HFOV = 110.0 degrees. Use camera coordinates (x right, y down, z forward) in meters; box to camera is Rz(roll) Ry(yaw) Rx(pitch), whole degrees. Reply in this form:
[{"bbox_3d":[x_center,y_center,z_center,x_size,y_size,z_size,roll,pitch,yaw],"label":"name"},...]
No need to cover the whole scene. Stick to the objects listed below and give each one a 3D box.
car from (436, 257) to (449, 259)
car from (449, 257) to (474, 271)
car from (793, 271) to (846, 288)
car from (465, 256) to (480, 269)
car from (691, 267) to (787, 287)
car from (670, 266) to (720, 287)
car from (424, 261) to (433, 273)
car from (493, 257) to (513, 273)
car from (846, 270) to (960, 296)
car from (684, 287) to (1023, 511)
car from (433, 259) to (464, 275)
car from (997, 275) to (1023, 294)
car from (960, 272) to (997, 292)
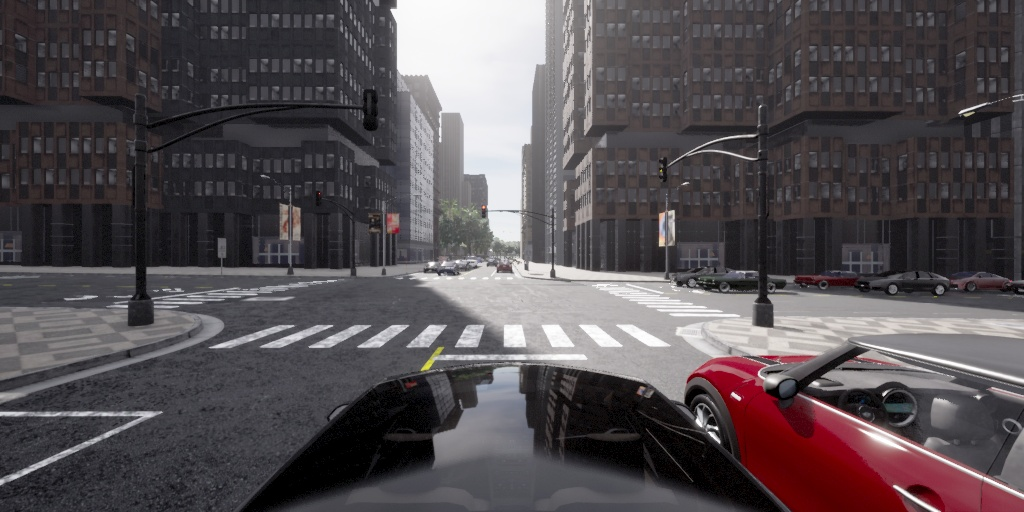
[{"bbox_3d":[-9.503,1.084,48.831,2.192,1.841,5.009,0,0,-1],"label":"car"},{"bbox_3d":[-6.832,1.260,48.581,2.128,1.511,4.902,0,0,-1],"label":"car"},{"bbox_3d":[23.073,1.706,25.682,4.718,1.301,1.895,1,0,-1],"label":"car"},{"bbox_3d":[-6.962,1.015,59.212,2.150,2.045,5.566,0,0,0],"label":"car"},{"bbox_3d":[14.160,1.580,22.332,4.718,1.301,1.895,1,0,-3],"label":"car"},{"bbox_3d":[13.854,1.476,25.578,4.892,1.490,1.837,1,0,-1],"label":"car"},{"bbox_3d":[-9.429,1.323,43.406,1.948,1.339,4.313,0,0,-1],"label":"car"},{"bbox_3d":[-0.905,1.197,43.519,1.967,1.591,4.097,0,0,-1],"label":"car"},{"bbox_3d":[24.360,1.632,22.464,4.892,1.490,1.837,1,0,-1],"label":"car"},{"bbox_3d":[2.761,1.190,2.153,1.967,1.591,4.097,0,0,0],"label":"car"},{"bbox_3d":[-6.684,1.294,38.314,2.033,1.411,5.357,0,0,-1],"label":"car"},{"bbox_3d":[34.741,1.826,22.591,5.357,1.411,2.033,1,0,-1],"label":"car"},{"bbox_3d":[33.039,1.814,25.816,4.181,1.385,1.994,1,0,-1],"label":"car"}]
